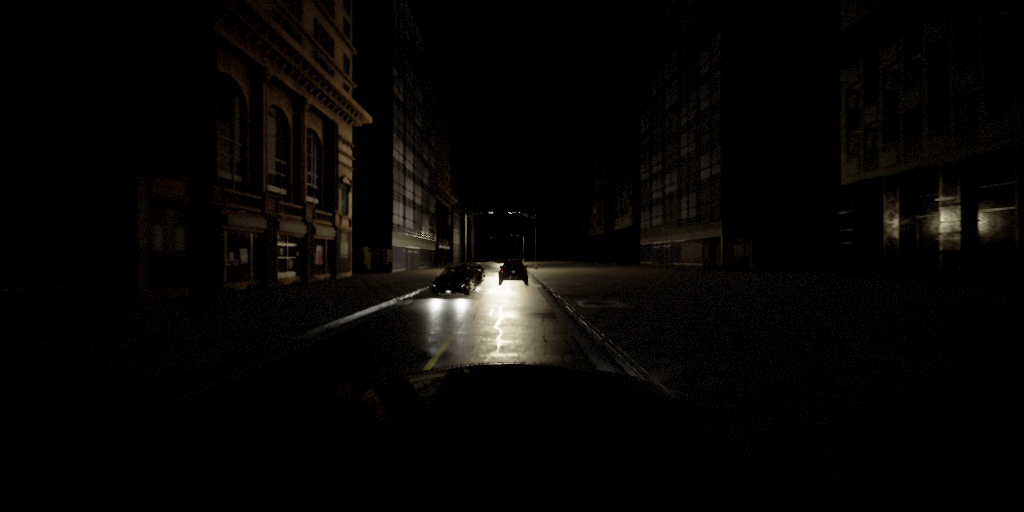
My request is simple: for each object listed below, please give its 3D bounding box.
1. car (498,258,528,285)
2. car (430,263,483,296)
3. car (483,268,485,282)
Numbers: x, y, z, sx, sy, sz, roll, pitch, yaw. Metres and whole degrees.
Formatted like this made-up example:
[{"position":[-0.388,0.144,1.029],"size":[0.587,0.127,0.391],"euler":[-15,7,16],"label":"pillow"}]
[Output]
[{"position":[0.099,1.101,26.572],"size":[2.097,1.767,4.553],"euler":[0,0,0],"label":"car"},{"position":[-2.994,1.297,19.567],"size":[2.033,1.411,5.357],"euler":[0,0,0],"label":"car"},{"position":[-2.980,1.240,25.883],"size":[2.128,1.511,4.902],"euler":[0,0,0],"label":"car"}]
